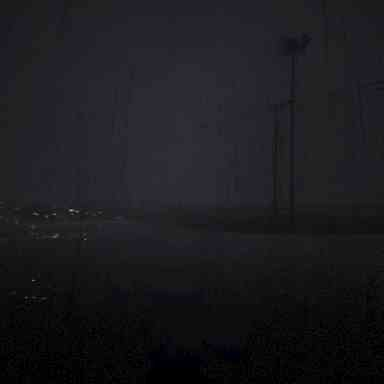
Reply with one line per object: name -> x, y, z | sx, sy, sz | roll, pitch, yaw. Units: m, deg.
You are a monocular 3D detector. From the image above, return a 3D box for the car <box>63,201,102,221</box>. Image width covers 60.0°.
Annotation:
car -> -9.242, 1.587, 28.478 | 1.837, 1.490, 4.892 | 1, 0, -36

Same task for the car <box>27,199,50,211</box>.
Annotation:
car -> -20.296, 1.683, 43.758 | 1.895, 1.301, 4.718 | 1, 0, -36

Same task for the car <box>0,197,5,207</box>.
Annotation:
car -> -30.851, 1.526, 52.472 | 1.882, 1.535, 5.008 | 1, -1, -35

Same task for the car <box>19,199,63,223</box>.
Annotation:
car -> -12.083, 1.555, 26.432 | 1.837, 1.490, 4.892 | 1, 0, -36

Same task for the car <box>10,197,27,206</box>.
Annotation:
car -> -29.517, 1.647, 56.643 | 1.994, 1.385, 4.181 | 1, 0, -36

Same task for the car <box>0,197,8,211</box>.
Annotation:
car -> -23.125, 1.401, 41.703 | 2.097, 1.767, 4.553 | 1, 0, -36

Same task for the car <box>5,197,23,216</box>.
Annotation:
car -> -17.336, 1.576, 33.691 | 1.812, 1.442, 4.674 | 1, 0, -36
